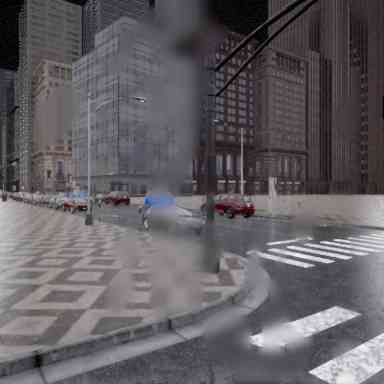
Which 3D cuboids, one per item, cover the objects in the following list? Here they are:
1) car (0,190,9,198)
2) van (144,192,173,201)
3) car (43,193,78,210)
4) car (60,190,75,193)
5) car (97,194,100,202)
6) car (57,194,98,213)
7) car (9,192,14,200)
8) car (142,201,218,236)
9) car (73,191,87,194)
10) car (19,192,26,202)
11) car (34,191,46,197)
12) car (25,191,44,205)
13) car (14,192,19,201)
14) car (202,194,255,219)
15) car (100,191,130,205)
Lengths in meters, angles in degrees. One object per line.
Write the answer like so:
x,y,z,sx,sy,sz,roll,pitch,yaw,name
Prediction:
-39.062,0.611,70.319,1.947,1.339,4.313,1,0,-36,car
-3.577,0.930,35.266,1.690,1.788,3.998,1,0,-35,van
-13.696,1.074,34.766,2.008,1.369,4.403,1,0,-35,car
-21.860,0.778,56.445,1.812,1.442,4.674,0,1,-35,car
-13.094,0.934,48.600,2.008,1.369,4.403,1,0,-35,car
-10.526,1.139,30.323,1.887,1.381,4.507,1,0,-35,car
-29.550,0.748,56.987,1.887,1.381,4.507,1,0,-36,car
-1.015,1.366,16.991,2.008,1.369,4.403,1,0,-35,car
-16.138,0.967,48.426,1.895,1.301,4.718,0,1,-36,car
-23.209,0.875,48.100,2.008,1.369,4.403,1,0,-35,car
-38.461,0.495,84.155,1.887,1.381,4.507,0,0,-36,car
-20.038,0.940,43.655,2.008,1.369,4.403,1,0,-36,car
-26.377,0.702,52.543,1.967,1.590,4.097,1,0,-36,car
2.765,1.049,26.377,2.192,1.841,5.009,1,0,-35,car
-9.919,0.765,44.155,2.192,1.841,5.009,1,0,-35,car
